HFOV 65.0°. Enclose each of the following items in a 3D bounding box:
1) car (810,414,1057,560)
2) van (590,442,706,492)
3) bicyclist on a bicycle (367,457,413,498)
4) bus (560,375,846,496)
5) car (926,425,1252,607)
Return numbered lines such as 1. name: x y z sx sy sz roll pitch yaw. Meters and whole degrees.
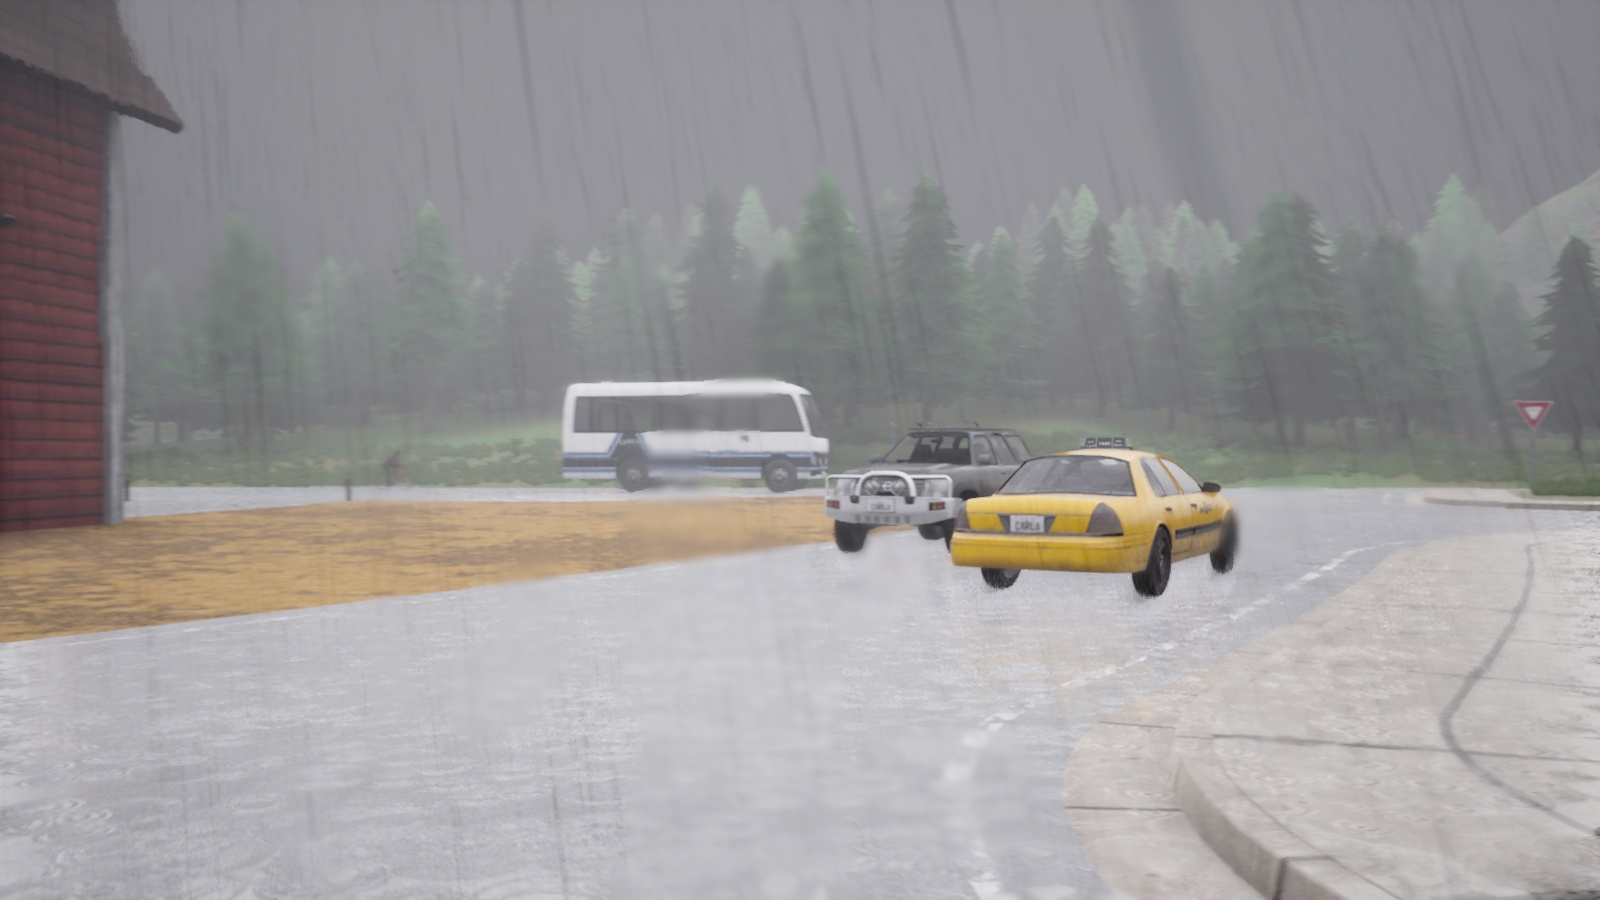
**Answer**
1. car: 2.115 0.464 18.464 1.932 1.855 4.605 -1 0 29
2. van: -6.348 0.704 52.540 4.442 1.987 1.775 -1 0 10
3. bicyclist on a bicycle: -16.547 1.119 50.731 1.656 1.620 0.582 -1 0 10
4. bus: -3.634 -0.497 48.525 10.273 4.253 3.944 -1 0 10
5. car: 3.369 0.557 13.620 1.801 1.575 5.366 -1 0 32
